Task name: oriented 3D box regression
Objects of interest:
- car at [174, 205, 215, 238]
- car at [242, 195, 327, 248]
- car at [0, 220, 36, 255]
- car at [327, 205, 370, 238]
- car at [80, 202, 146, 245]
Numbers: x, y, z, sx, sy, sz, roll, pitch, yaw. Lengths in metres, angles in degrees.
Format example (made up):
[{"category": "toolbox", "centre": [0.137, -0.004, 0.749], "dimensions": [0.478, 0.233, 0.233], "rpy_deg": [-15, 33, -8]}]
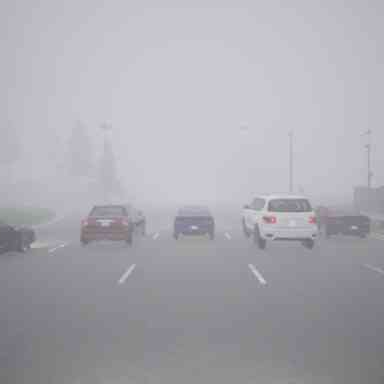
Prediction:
[{"category": "car", "centre": [0.096, 1.393, 17.029], "dimensions": [1.882, 1.535, 5.008], "rpy_deg": [0, 0, 0]}, {"category": "car", "centre": [3.595, 1.150, 14.528], "dimensions": [2.150, 2.045, 5.566], "rpy_deg": [0, 0, 0]}, {"category": "car", "centre": [-6.926, 1.496, 10.373], "dimensions": [2.033, 1.411, 5.357], "rpy_deg": [0, 0, 0]}, {"category": "car", "centre": [7.096, 1.394, 17.020], "dimensions": [1.882, 1.535, 5.008], "rpy_deg": [0, 0, 0]}, {"category": "car", "centre": [-3.407, 1.277, 15.177], "dimensions": [2.097, 1.767, 4.553], "rpy_deg": [0, 0, 0]}]
